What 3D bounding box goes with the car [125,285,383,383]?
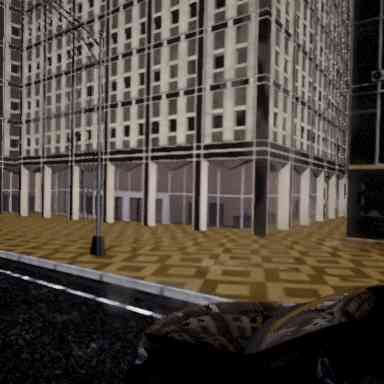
[{"bbox_3d":[1.547,1.525,2.582,4.674,1.442,1.812,0,0,36],"label":"car"}]
